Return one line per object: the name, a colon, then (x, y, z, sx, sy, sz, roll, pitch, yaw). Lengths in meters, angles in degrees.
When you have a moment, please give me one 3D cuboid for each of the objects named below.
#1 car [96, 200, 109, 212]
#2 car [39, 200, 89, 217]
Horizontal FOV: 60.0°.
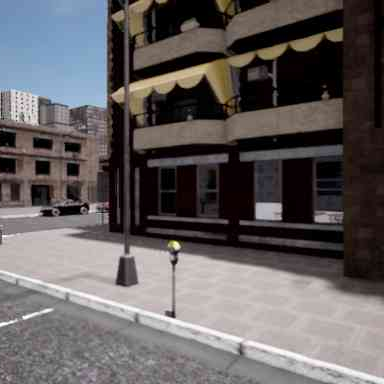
car: (-7.658, 1.287, 33.495, 1.802, 1.307, 4.206, 1, 1, 35)
car: (-10.961, 1.336, 28.854, 1.947, 1.339, 4.313, 1, 1, 35)
